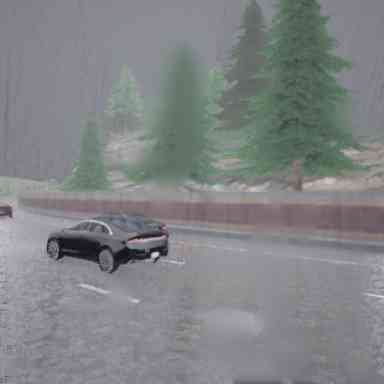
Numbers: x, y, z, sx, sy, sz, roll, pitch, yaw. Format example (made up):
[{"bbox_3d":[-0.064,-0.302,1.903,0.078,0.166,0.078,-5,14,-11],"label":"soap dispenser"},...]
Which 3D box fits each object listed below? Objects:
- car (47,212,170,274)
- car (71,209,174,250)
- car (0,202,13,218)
[{"bbox_3d":[-2.912,1.560,10.892,4.902,1.511,2.128,0,0,39],"label":"car"},{"bbox_3d":[-3.490,1.649,15.937,5.357,1.411,2.033,0,0,41],"label":"car"},{"bbox_3d":[-18.429,1.657,31.470,1.882,1.535,5.008,0,0,-40],"label":"car"}]
